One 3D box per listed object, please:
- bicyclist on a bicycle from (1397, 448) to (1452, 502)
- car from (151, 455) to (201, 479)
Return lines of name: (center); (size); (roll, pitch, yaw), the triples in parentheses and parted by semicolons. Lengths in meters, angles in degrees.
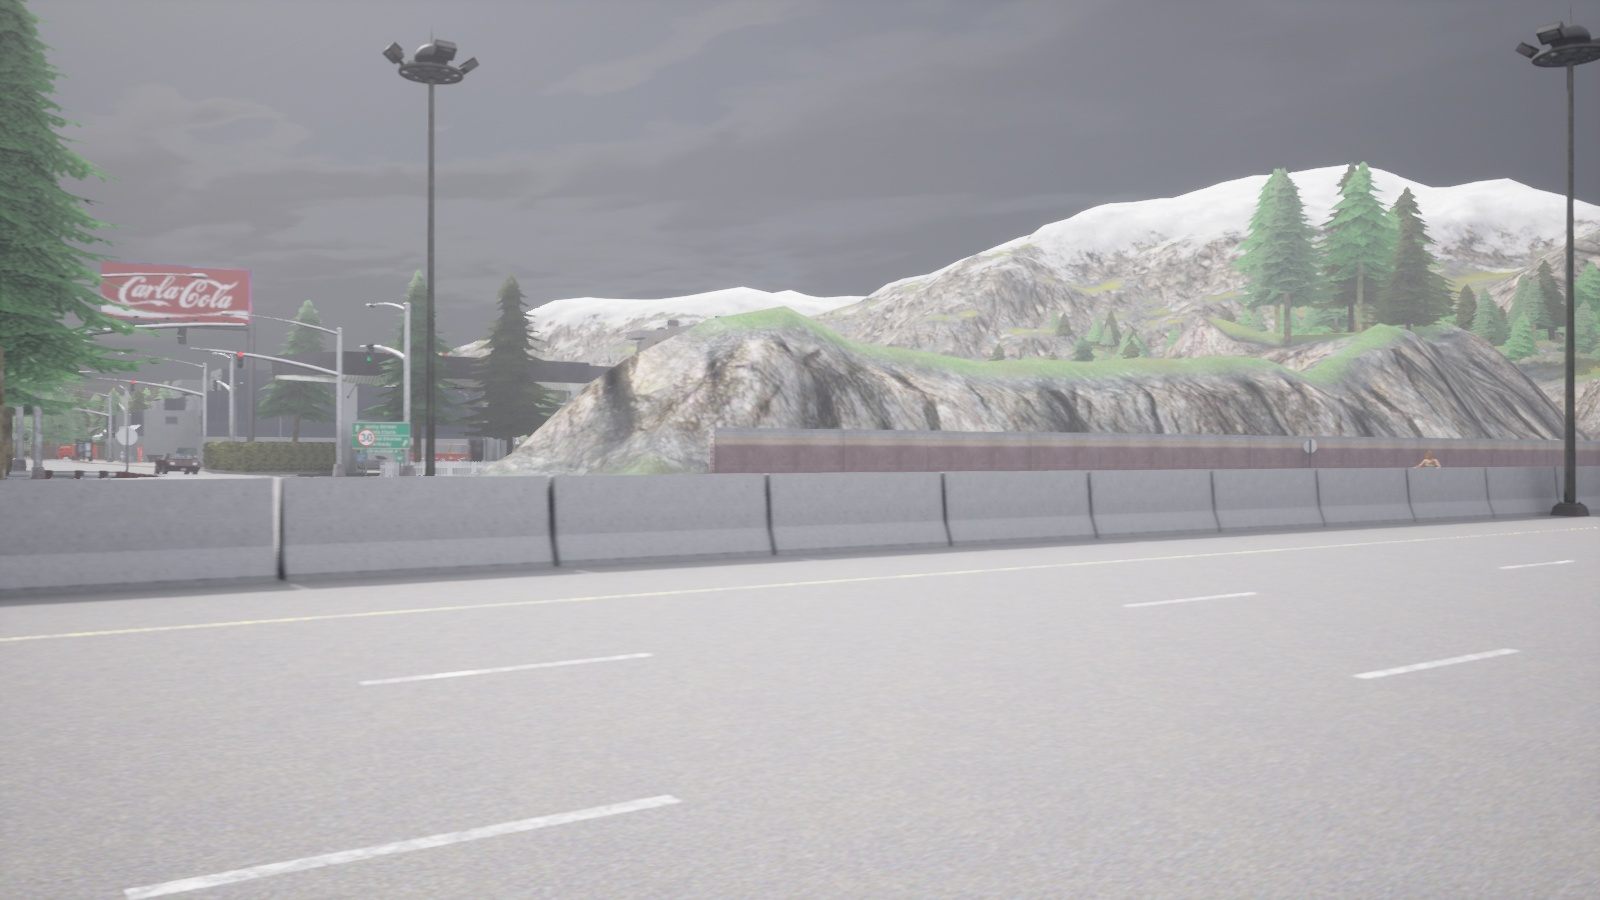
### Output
bicyclist on a bicycle: (18.997, 0.735, 38.206); (1.509, 1.612, 0.866); (0, 0, -35)
car: (-36.966, 0.994, 74.331); (1.895, 1.301, 4.718); (2, -1, -35)
